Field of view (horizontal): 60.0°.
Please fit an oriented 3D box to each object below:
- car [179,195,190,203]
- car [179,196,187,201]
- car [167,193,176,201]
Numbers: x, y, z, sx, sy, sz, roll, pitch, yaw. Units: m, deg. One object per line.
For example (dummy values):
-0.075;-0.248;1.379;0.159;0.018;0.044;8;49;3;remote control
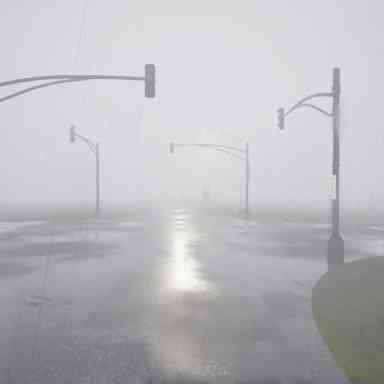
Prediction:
-1.586;1.383;69.824;2.097;1.767;4.553;0;0;-3;car
-2.183;1.558;79.898;1.895;1.301;4.718;0;0;-4;car
-4.570;1.013;73.918;2.097;1.767;4.553;0;0;-3;car
